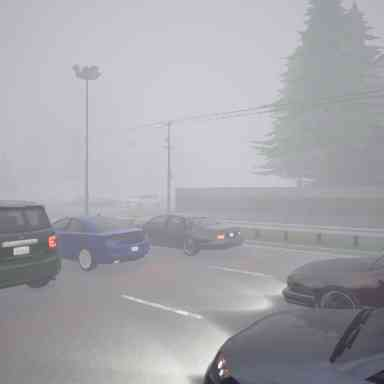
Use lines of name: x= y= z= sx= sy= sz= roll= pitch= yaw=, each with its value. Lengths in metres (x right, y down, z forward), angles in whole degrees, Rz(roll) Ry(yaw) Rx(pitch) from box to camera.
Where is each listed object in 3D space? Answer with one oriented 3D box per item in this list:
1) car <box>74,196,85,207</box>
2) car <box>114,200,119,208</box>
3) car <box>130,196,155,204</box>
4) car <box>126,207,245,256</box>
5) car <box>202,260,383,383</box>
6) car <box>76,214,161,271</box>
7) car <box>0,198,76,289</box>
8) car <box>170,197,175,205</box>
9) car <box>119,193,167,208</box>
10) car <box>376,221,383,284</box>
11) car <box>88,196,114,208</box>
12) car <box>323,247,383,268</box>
car: x=-14.559 y=1.528 z=49.337 sx=1.812 sy=1.442 sz=4.674 roll=0 pitch=0 yaw=37
car: x=-8.003 y=1.602 z=46.409 sx=1.895 sy=1.301 sz=4.718 roll=0 pitch=0 yaw=37
car: x=-9.177 y=1.528 z=62.237 sx=1.812 sy=1.442 sz=4.674 roll=0 pitch=0 yaw=37
car: x=-0.621 y=1.548 z=13.169 sx=5.357 sy=1.411 sz=2.033 roll=0 pitch=0 yaw=37
car: x=2.111 y=1.564 z=2.436 sx=4.181 sy=1.385 sz=1.994 roll=0 pitch=0 yaw=37
car: x=-3.616 y=1.478 z=11.041 sx=5.008 sy=1.535 sz=1.882 roll=0 pitch=0 yaw=37
car: x=-5.431 y=1.222 z=8.025 sx=5.566 sy=2.045 sz=2.150 roll=0 pitch=0 yaw=37
car: x=-4.756 y=1.503 z=56.499 sx=1.837 sy=1.490 sz=4.892 roll=0 pitch=1 yaw=37
car: x=-6.213 y=1.218 z=42.970 sx=2.150 sy=2.045 sz=5.566 roll=0 pitch=1 yaw=37
car: x=6.970 y=1.526 z=7.549 sx=4.674 sy=1.442 sz=1.812 roll=0 pitch=0 yaw=37
car: x=-12.130 y=1.603 z=46.750 sx=1.895 sy=1.301 sz=4.718 roll=0 pitch=0 yaw=37
car: x=4.259 y=1.547 z=5.205 sx=5.357 sy=1.411 sz=2.033 roll=0 pitch=0 yaw=37
